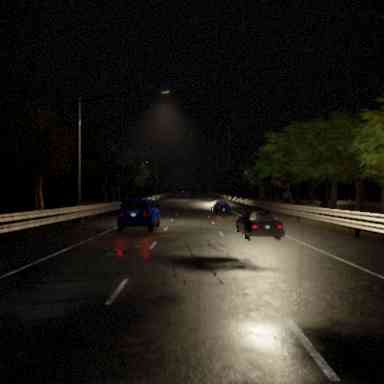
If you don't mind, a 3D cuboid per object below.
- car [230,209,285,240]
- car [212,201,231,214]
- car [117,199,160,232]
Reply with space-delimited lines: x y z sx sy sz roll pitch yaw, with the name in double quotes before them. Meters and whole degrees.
"car" 3.581 1.744 18.283 2.033 1.411 5.357 0 -1 0
"car" 3.561 1.818 39.653 1.812 1.442 4.674 0 0 0
"car" -3.420 1.449 22.087 2.150 2.045 5.566 0 0 0
